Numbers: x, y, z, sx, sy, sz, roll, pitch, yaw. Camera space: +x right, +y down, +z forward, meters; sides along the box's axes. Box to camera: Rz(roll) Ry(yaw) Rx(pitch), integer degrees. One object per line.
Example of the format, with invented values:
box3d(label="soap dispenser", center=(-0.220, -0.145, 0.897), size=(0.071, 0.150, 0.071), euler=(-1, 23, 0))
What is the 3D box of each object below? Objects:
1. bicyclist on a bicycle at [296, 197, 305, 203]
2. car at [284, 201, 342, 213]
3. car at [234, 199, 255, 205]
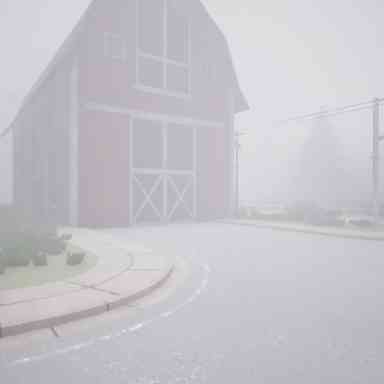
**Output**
box3d(label="bicyclist on a bicycle", center=(13.256, 1.322, 40.202), size=(1.656, 1.620, 0.582), euler=(46, -25, -24))
box3d(label="car", center=(10.928, 1.574, 30.579), size=(2.033, 1.411, 5.357), euler=(0, 0, -35))
box3d(label="car", center=(5.500, 1.552, 38.464), size=(1.812, 1.442, 4.674), euler=(0, 0, -34))
